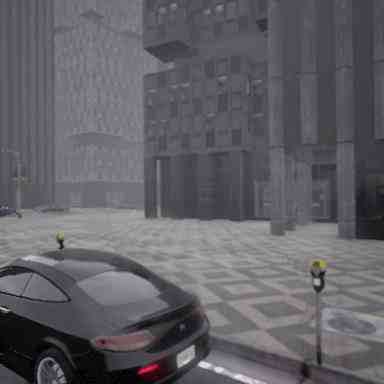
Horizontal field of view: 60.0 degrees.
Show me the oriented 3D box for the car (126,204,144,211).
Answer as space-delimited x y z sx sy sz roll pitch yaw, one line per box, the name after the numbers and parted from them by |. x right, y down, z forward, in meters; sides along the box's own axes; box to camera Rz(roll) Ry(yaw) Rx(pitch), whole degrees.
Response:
-10.640 3.105 67.706 1.994 1.385 4.181 -1 -2 36 | car

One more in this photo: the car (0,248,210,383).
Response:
-1.938 1.573 4.820 4.674 1.442 1.812 -1 0 35 | car

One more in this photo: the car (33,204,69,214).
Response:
-21.755 2.649 52.397 1.837 1.490 4.892 -1 -2 36 | car

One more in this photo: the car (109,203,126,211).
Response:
-14.690 3.016 67.642 2.128 1.511 4.902 -1 -2 36 | car

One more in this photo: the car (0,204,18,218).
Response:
-22.981 2.190 39.177 2.097 1.767 4.553 -1 -2 35 | car
